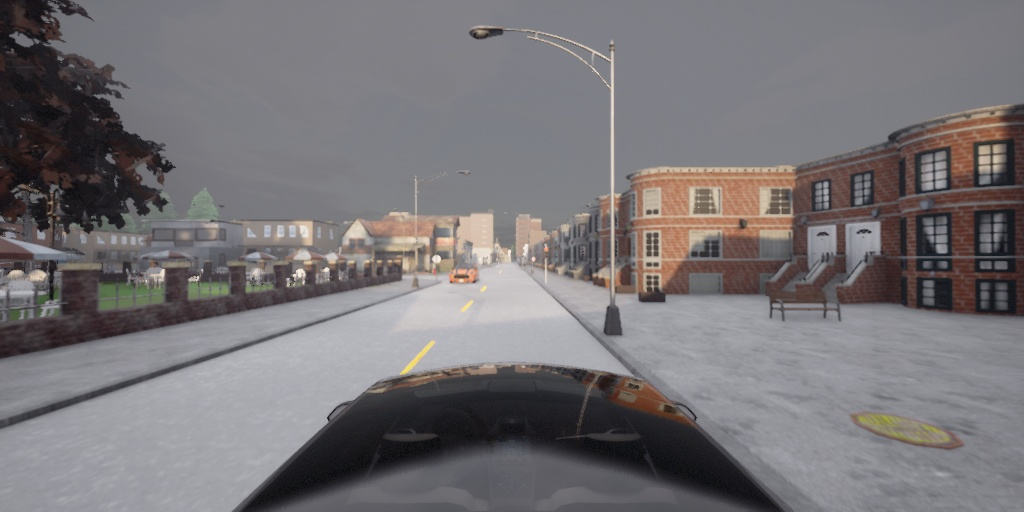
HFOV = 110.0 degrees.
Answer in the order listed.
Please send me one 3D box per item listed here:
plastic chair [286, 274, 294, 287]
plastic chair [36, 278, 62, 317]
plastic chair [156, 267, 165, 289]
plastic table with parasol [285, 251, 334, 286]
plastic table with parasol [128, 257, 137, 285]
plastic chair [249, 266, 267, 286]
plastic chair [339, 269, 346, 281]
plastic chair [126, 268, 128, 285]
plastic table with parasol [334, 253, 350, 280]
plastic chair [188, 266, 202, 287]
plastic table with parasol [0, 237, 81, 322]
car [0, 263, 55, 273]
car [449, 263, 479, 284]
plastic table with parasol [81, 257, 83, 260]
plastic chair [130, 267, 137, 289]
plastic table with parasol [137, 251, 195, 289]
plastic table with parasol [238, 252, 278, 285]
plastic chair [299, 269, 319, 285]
[{"bbox_3d":[-14.639,1.483,23.049,0.730,1.272,0.750,0,0,-40],"label":"plastic chair"},{"bbox_3d":[-13.062,1.353,10.416,0.730,1.272,0.750,0,0,-40],"label":"plastic chair"},{"bbox_3d":[-21.565,1.416,22.409,0.750,1.272,0.730,0,0,-42],"label":"plastic chair"},{"bbox_3d":[-13.642,0.915,23.781,2.482,2.480,2.482,0,0,-40],"label":"plastic table with parasol"},{"bbox_3d":[-27.751,0.939,27.991,2.482,2.480,2.482,0,0,-40],"label":"plastic table with parasol"},{"bbox_3d":[-18.573,1.550,26.254,0.750,1.272,0.730,0,0,-40],"label":"plastic chair"},{"bbox_3d":[-13.342,1.587,27.250,0.750,1.272,0.730,0,0,-40],"label":"plastic chair"},{"bbox_3d":[-28.748,1.558,27.259,0.730,1.272,0.750,0,0,-40],"label":"plastic chair"},{"bbox_3d":[-14.079,0.994,28.271,2.482,2.480,2.482,0,0,-40],"label":"plastic table with parasol"},{"bbox_3d":[-21.238,1.503,24.023,0.730,1.272,0.750,0,0,-40],"label":"plastic chair"},{"bbox_3d":[-14.048,0.708,9.693,2.482,2.480,2.482,0,0,-38],"label":"plastic table with parasol"},{"bbox_3d":[-50.772,1.475,37.986,5.357,1.411,2.033,0,-1,0],"label":"car"},{"bbox_3d":[-4.001,1.382,30.540,2.097,1.767,4.553,0,0,0],"label":"car"},{"bbox_3d":[-26.075,0.797,20.026,2.482,2.480,2.482,0,0,-39],"label":"plastic table with parasol"},{"bbox_3d":[-23.261,1.496,22.535,0.730,1.272,0.750,0,0,-40],"label":"plastic chair"},{"bbox_3d":[-22.279,0.882,23.291,2.482,2.480,2.482,0,0,-42],"label":"plastic table with parasol"},{"bbox_3d":[-19.310,0.953,27.275,2.482,2.480,2.482,0,0,-40],"label":"plastic table with parasol"},{"bbox_3d":[-12.906,1.491,22.775,0.750,1.272,0.730,0,0,-40],"label":"plastic chair"}]
